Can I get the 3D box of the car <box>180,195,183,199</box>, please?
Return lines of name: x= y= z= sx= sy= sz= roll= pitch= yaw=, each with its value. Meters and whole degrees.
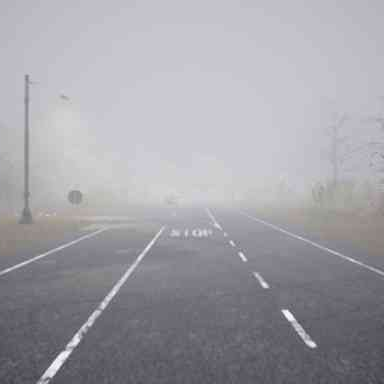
car: x=-3.442 y=1.404 z=91.666 sx=1.895 sy=1.301 sz=4.718 roll=0 pitch=0 yaw=2

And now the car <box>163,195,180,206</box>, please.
car: x=-3.445 y=1.269 z=53.058 sx=2.097 sy=1.767 sz=4.553 roll=0 pitch=0 yaw=0
